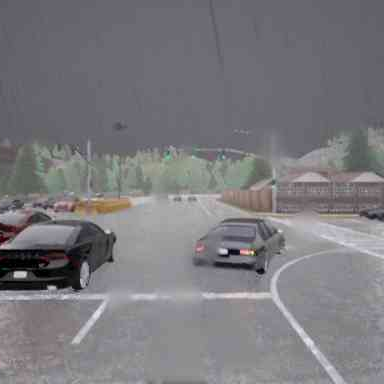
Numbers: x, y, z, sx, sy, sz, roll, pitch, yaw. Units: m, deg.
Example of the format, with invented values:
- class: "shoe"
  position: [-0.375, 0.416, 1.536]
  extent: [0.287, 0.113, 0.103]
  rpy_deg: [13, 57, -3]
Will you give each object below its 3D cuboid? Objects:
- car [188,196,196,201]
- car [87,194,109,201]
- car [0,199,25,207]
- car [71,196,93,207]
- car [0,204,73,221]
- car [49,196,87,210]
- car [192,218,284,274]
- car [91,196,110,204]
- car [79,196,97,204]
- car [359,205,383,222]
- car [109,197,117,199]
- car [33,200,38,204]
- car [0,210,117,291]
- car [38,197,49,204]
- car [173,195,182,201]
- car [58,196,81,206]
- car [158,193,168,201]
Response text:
- class: "car"
  position: [0.002, 1.547, 80.912]
  extent: [1.994, 1.385, 4.181]
  rpy_deg: [0, 0, 0]
- class: "car"
  position: [-14.085, 1.243, 47.802]
  extent: [2.150, 2.045, 5.566]
  rpy_deg: [0, 0, 0]
- class: "car"
  position: [-21.096, 1.539, 38.371]
  extent: [1.837, 1.490, 4.892]
  rpy_deg: [0, 0, 0]
- class: "car"
  position: [-17.556, 1.504, 53.196]
  extent: [1.882, 1.535, 5.008]
  rpy_deg: [0, 0, 0]
- class: "car"
  position: [-6.902, 1.492, 13.745]
  extent: [1.882, 1.535, 5.008]
  rpy_deg: [0, 0, 0]
- class: "car"
  position: [-14.097, 1.375, 38.228]
  extent: [2.097, 1.767, 4.553]
  rpy_deg: [0, 0, 0]
- class: "car"
  position: [1.740, 1.548, 10.749]
  extent: [2.033, 1.411, 5.357]
  rpy_deg: [0, 0, 23]
- class: "car"
  position: [-17.499, 1.572, 63.845]
  extent: [2.033, 1.411, 5.357]
  rpy_deg: [0, 0, 0]
- class: "car"
  position: [-20.998, 1.554, 67.472]
  extent: [2.128, 1.511, 4.902]
  rpy_deg: [0, 0, 0]
- class: "car"
  position: [15.901, 1.523, 25.646]
  extent: [5.357, 1.411, 2.033]
  rpy_deg: [0, 0, 2]
- class: "car"
  position: [-14.025, 1.584, 58.008]
  extent: [1.994, 1.385, 4.181]
  rpy_deg: [0, 0, 1]
- class: "car"
  position: [-21.080, 1.510, 47.866]
  extent: [1.882, 1.535, 5.008]
  rpy_deg: [0, 0, 0]
- class: "car"
  position: [-3.406, 1.486, 9.079]
  extent: [1.882, 1.535, 5.008]
  rpy_deg: [0, 0, 0]
- class: "car"
  position: [-17.595, 1.575, 43.454]
  extent: [2.033, 1.411, 5.357]
  rpy_deg: [0, 0, 0]
- class: "car"
  position: [-3.498, 1.525, 80.744]
  extent: [2.128, 1.511, 4.902]
  rpy_deg: [0, 0, 0]
- class: "car"
  position: [-21.021, 1.523, 57.280]
  extent: [2.128, 1.511, 4.902]
  rpy_deg: [0, 0, 0]
- class: "car"
  position: [-6.999, 1.231, 80.847]
  extent: [2.150, 2.045, 5.566]
  rpy_deg: [0, 0, 0]
